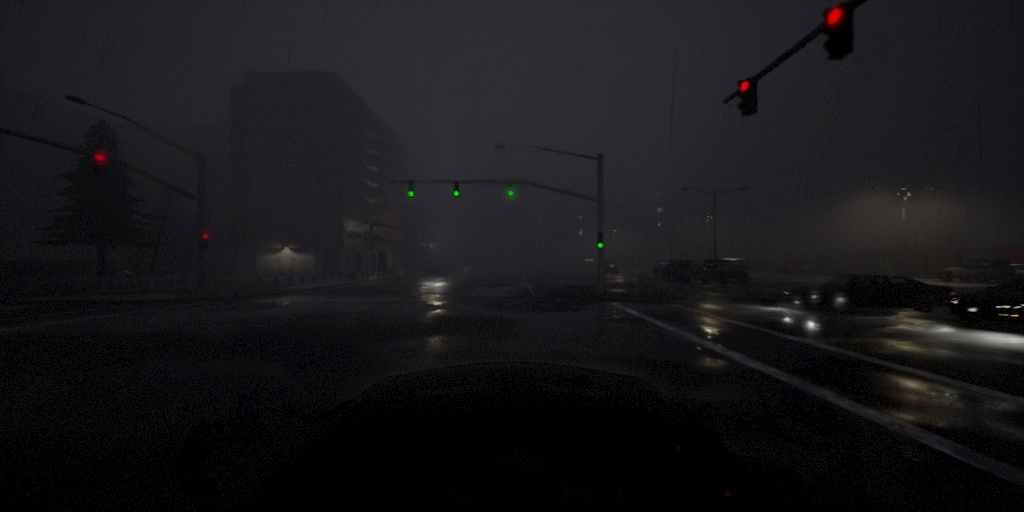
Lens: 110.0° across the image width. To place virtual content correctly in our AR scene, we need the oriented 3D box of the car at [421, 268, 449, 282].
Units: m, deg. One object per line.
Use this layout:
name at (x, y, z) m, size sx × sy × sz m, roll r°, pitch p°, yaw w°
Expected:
car at (-7.360, 1.836, 34.442) m, size 1.994 × 1.385 × 4.181 m, roll 0°, pitch 0°, yaw 1°

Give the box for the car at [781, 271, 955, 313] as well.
car at (13.832, 1.418, 14.008) m, size 5.357 × 1.411 × 2.033 m, roll 0°, pitch -1°, yaw 2°

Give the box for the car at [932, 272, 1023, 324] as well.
car at (15.918, 1.321, 10.440) m, size 4.892 × 1.490 × 1.837 m, roll 0°, pitch -1°, yaw 2°
